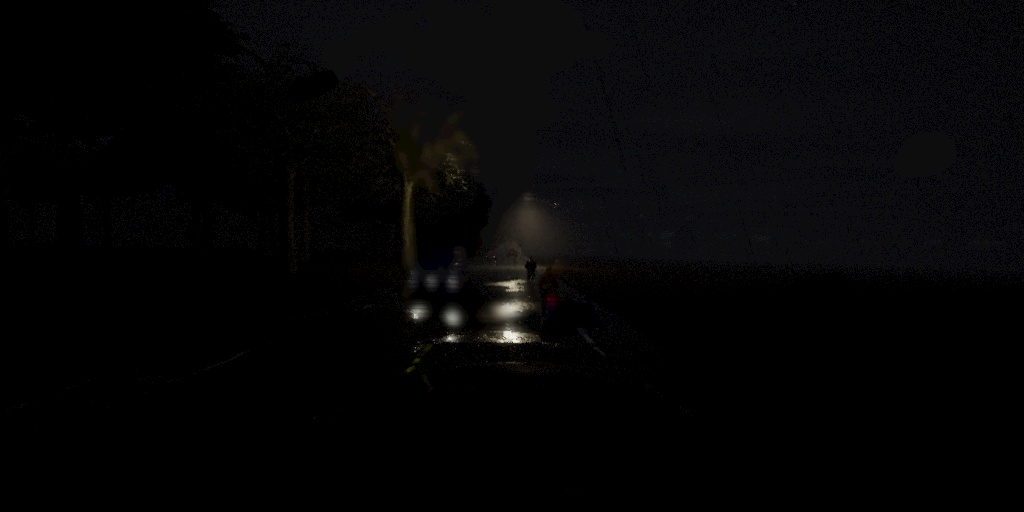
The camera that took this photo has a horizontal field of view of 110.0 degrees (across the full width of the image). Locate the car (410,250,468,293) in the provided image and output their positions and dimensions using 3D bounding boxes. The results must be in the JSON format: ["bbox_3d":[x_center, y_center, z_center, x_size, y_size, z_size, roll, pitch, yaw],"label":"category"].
[{"bbox_3d":[-3.594,0.705,18.777,2.150,2.045,5.566,0,1,0],"label":"car"}]

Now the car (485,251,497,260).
[{"bbox_3d":[-3.532,-0.075,60.867,1.882,1.535,5.008,0,2,1],"label":"car"}]

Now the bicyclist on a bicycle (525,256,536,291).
[{"bbox_3d":[0.965,0.864,18.219,0.659,1.776,1.843,0,1,0],"label":"bicyclist on a bicycle"}]

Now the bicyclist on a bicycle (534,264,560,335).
[{"bbox_3d":[0.964,1.096,9.123,0.582,1.620,1.656,0,1,0],"label":"bicyclist on a bicycle"}]
